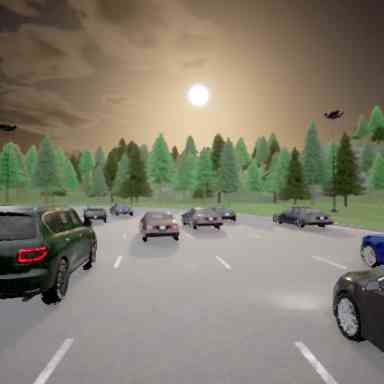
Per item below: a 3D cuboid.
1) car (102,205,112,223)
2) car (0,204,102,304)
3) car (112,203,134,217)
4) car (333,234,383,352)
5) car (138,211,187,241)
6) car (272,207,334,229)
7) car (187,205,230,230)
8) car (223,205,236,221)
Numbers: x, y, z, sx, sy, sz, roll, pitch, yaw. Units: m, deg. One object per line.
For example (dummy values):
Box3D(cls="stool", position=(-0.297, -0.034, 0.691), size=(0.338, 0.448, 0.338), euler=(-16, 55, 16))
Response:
Box3D(cls="car", position=(-8.448, 1.805, 28.726), size=(2.128, 1.511, 4.902), euler=(0, -1, -19))
Box3D(cls="car", position=(-3.938, 1.321, 8.433), size=(2.150, 2.045, 5.566), euler=(0, 0, -6))
Box3D(cls="car", position=(-7.887, 1.938, 36.936), size=(2.033, 1.411, 5.357), euler=(0, -1, -24))
Box3D(cls="car", position=(3.374, 1.530, 3.729), size=(1.837, 1.490, 4.892), euler=(0, 0, -3))
Box3D(cls="car", position=(-1.850, 1.730, 17.954), size=(2.033, 1.411, 5.357), euler=(0, -1, -11))
Box3D(cls="car", position=(7.654, 1.745, 23.521), size=(2.033, 1.411, 5.357), euler=(0, -1, -13))
Box3D(cls="car", position=(0.565, 1.770, 23.173), size=(2.033, 1.411, 5.357), euler=(0, -1, -14))
Box3D(cls="car", position=(2.312, 1.841, 29.505), size=(1.994, 1.385, 4.181), euler=(0, -1, -17))
